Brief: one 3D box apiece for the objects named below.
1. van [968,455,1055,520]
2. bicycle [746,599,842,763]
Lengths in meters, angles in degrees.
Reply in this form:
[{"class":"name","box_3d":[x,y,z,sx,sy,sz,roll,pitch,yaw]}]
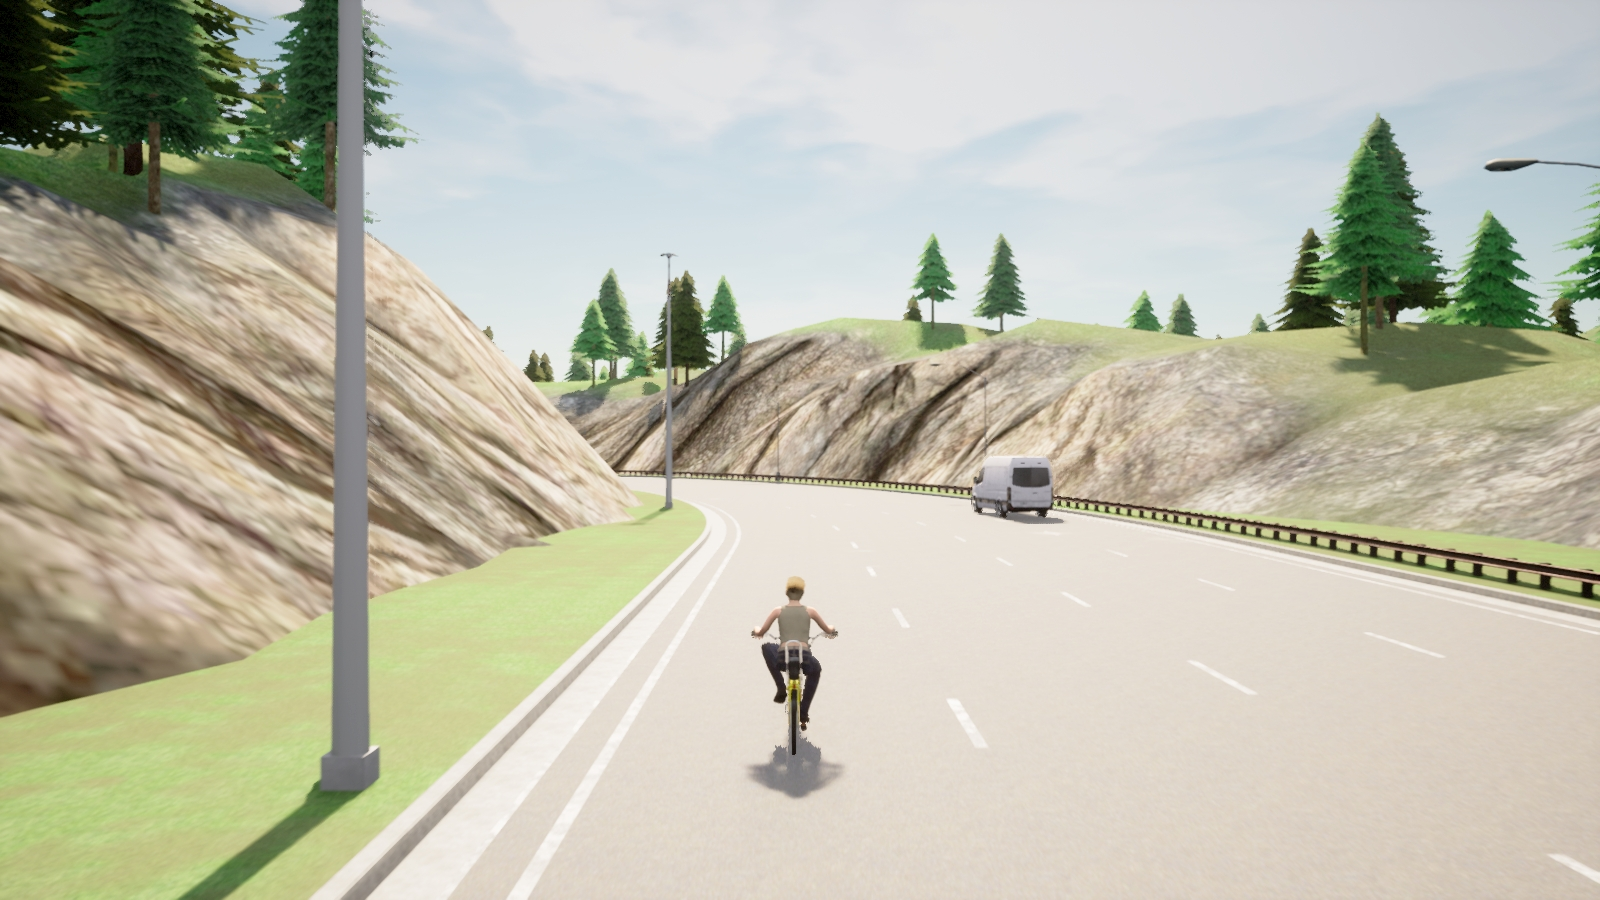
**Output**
[{"class":"van","box_3d":[8.981,1.535,49.105,1.988,2.561,5.915,0,0,-7]},{"class":"bicycle","box_3d":[-0.051,2.158,10.936,0.859,1.276,1.487,0,0,0]}]
